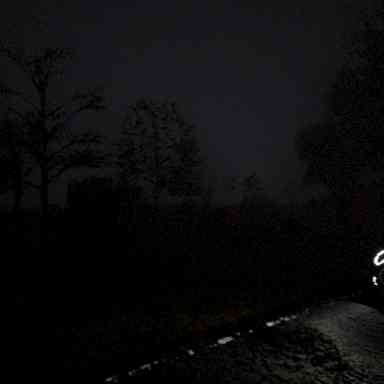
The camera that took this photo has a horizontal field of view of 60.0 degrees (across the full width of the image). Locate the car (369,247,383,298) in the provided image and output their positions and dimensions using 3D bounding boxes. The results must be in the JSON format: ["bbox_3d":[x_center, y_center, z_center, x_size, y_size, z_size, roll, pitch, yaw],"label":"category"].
[{"bbox_3d":[5.778,1.291,7.086,4.553,1.767,2.097,-1,0,-35],"label":"car"}]
